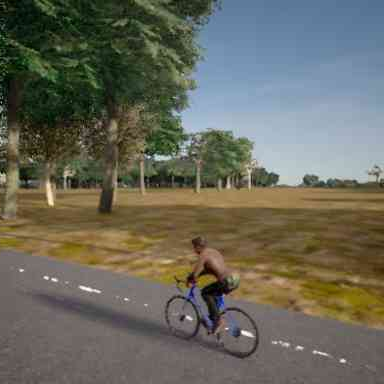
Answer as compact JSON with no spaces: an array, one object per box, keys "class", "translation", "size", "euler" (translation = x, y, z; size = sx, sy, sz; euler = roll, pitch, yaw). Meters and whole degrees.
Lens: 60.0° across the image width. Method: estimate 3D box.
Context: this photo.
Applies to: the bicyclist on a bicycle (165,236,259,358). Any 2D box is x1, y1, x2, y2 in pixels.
[{"class":"bicyclist on a bicycle","translation":[0.231,1.496,4.906],"size":[1.656,1.620,0.582],"euler":[0,-1,36]}]
